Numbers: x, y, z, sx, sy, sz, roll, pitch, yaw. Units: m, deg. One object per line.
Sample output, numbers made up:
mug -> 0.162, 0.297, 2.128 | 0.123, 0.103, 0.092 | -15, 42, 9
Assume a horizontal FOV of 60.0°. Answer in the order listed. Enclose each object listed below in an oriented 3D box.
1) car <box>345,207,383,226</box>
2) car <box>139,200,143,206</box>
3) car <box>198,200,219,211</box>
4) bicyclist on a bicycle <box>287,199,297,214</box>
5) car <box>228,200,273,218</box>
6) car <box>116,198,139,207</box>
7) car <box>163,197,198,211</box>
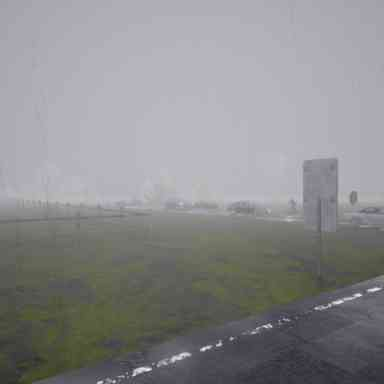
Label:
car -> 12.335, 1.626, 21.118 | 1.895, 1.301, 4.718 | 0, 0, -28
car -> -10.759, 1.707, 59.661 | 2.033, 1.411, 5.357 | 0, 0, -35
car -> 1.258, 1.692, 42.648 | 1.895, 1.301, 4.718 | 0, 0, -35
bicyclist on a bicycle -> 10.493, 1.511, 34.797 | 1.656, 1.620, 0.582 | 0, 0, -35
car -> 5.489, 1.551, 31.531 | 2.128, 1.511, 4.902 | 0, 0, -35
car -> -11.091, 1.682, 55.207 | 1.812, 1.442, 4.674 | 0, 0, -35
car -> -1.718, 1.448, 41.762 | 2.097, 1.767, 4.553 | 0, 0, -35
